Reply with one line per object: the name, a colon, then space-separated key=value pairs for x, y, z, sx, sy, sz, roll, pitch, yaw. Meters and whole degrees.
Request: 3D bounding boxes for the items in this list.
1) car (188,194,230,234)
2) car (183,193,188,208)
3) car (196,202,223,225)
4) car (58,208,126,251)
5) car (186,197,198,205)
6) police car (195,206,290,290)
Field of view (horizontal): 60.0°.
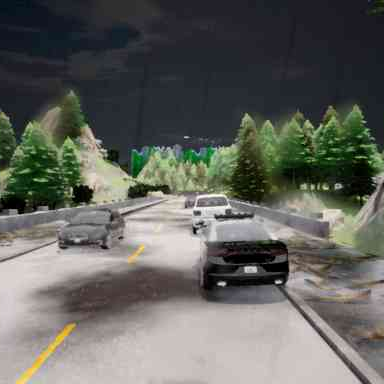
car: x=1.088 y=1.173 z=19.167 sx=2.150 sy=2.045 sz=5.566 roll=-3 pitch=0 yaw=1
car: x=0.077 y=1.352 z=47.002 sx=2.097 sy=1.767 sz=4.553 roll=0 pitch=0 yaw=1
car: x=1.224 y=1.526 z=25.149 sx=1.812 sy=1.442 sz=4.674 roll=0 pitch=0 yaw=0
car: x=-4.087 y=1.506 z=14.282 sx=1.837 sy=1.490 sz=4.892 roll=0 pitch=0 yaw=0
car: x=0.056 y=1.547 z=58.401 sx=2.033 sy=1.411 sz=5.357 roll=0 pitch=0 yaw=0
police car: x=1.174 y=1.401 z=9.267 sx=1.930 sy=1.638 sz=5.238 roll=-2 pitch=-1 yaw=0
